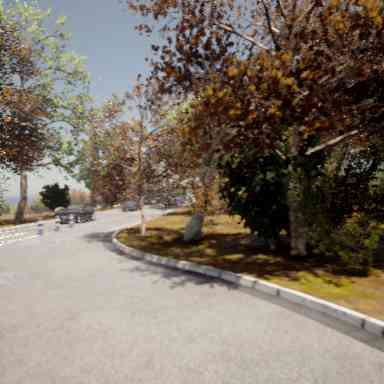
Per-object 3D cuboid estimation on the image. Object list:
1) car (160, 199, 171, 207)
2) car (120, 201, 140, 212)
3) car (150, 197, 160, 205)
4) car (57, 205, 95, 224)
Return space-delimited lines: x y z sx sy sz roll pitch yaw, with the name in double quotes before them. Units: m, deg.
"car" -3.604 1.840 58.030 2.033 1.411 5.357 -1 0 6
"car" -8.369 1.934 46.326 2.033 1.411 5.357 -1 0 6
"car" -6.634 1.715 62.955 2.128 1.511 4.902 -1 0 6
"car" -10.091 1.931 29.196 1.837 1.490 4.892 -1 0 6
